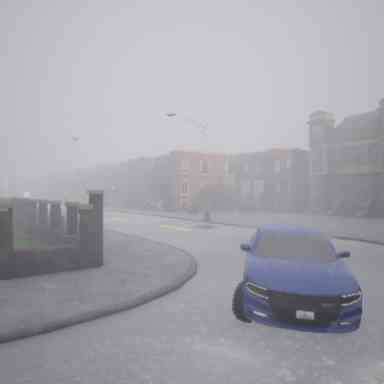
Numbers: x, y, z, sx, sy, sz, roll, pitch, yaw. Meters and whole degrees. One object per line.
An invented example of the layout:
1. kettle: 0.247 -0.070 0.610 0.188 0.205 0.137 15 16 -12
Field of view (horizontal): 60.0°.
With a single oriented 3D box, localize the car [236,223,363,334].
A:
1. car: 2.143 1.493 7.212 1.882 1.535 5.008 2 0 12
